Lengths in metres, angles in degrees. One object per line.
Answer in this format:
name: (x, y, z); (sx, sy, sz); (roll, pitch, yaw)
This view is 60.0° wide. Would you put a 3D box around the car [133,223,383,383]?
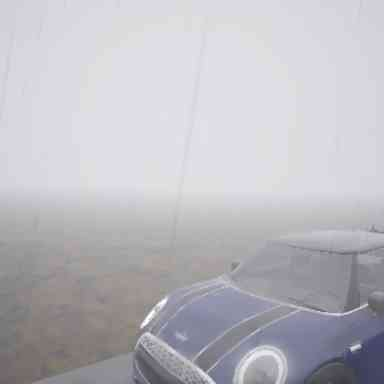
car: (1.573, 1.348, 4.191); (4.553, 1.767, 2.097); (0, 0, -35)
